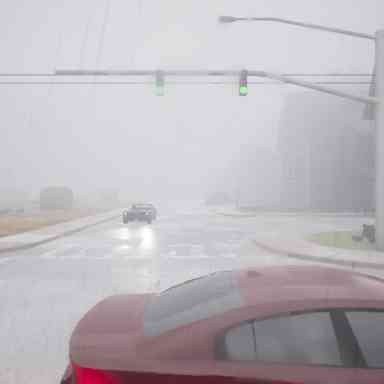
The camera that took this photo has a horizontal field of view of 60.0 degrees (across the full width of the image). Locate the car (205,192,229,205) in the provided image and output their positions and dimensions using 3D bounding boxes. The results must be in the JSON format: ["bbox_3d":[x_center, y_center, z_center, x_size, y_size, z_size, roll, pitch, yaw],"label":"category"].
[{"bbox_3d":[3.929,0.989,52.682,1.905,1.878,3.866,-8,4,-42],"label":"car"}]

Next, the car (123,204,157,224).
[{"bbox_3d":[-3.686,1.521,24.065,1.895,1.301,4.718,0,0,0],"label":"car"}]

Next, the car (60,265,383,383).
[{"bbox_3d":[1.398,1.507,3.127,5.008,1.535,1.882,0,0,1],"label":"car"}]
